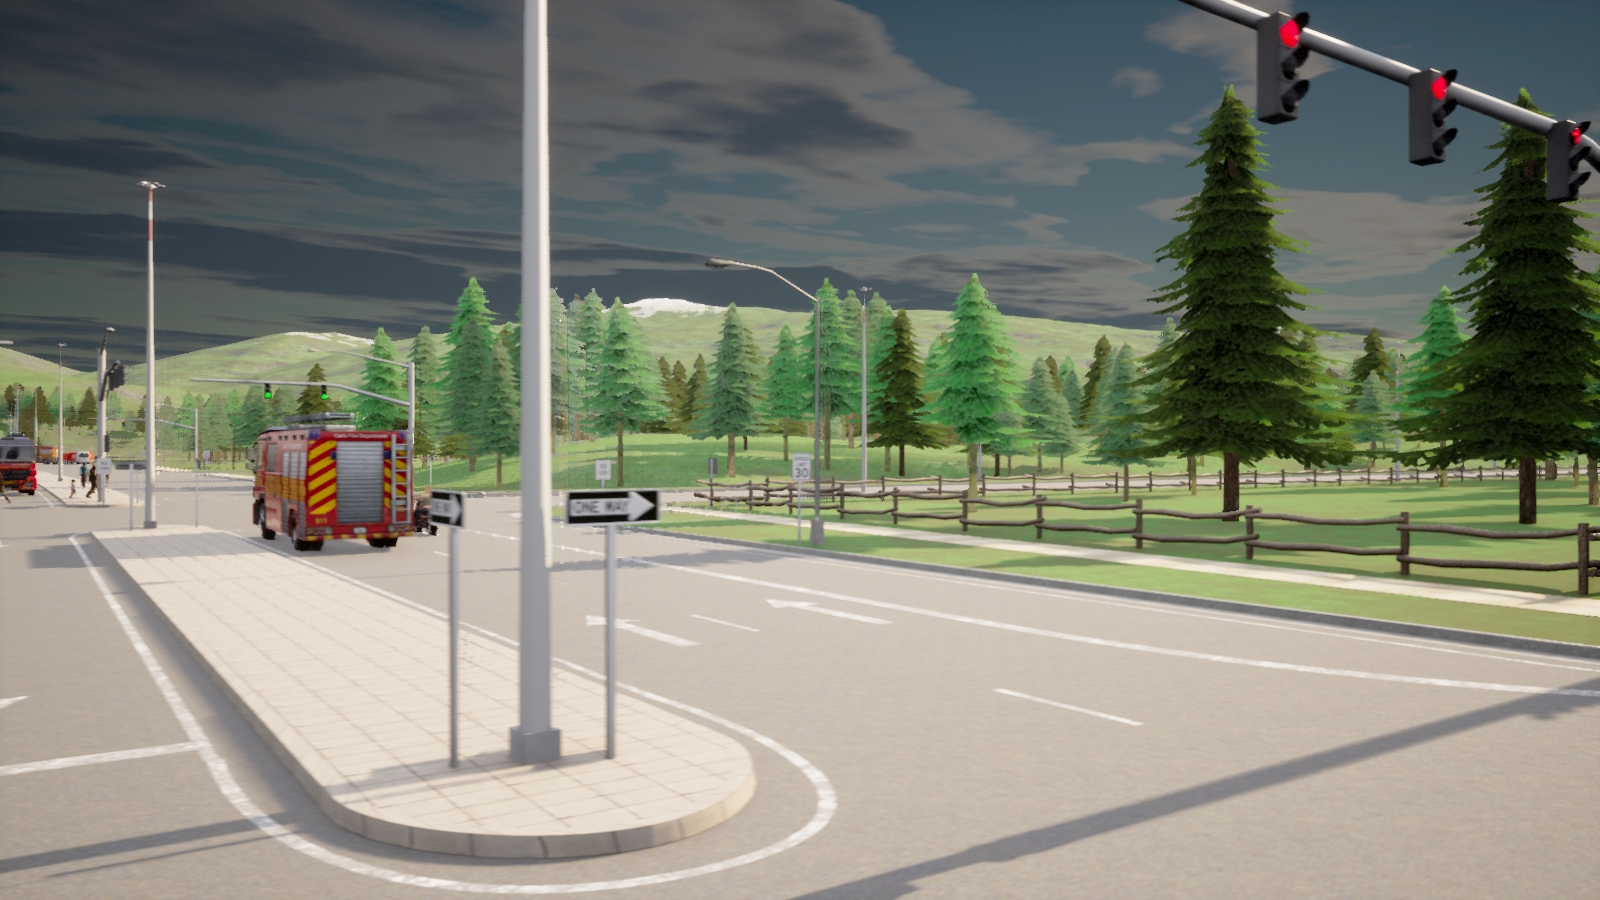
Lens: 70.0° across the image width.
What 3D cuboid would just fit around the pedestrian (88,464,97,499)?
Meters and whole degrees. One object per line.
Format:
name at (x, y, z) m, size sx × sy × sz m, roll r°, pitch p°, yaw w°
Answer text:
pedestrian at (-38.266, 1.695, 61.831) m, size 0.375 × 1.860 × 0.375 m, roll 0°, pitch 0°, yaw -39°

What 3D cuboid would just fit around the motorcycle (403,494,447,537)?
motorcycle at (-12.518, 2.153, 38.119) m, size 0.764 × 1.307 × 2.356 m, roll 0°, pitch 0°, yaw -34°

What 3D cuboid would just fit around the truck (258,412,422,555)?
truck at (-14.227, 0.889, 34.852) m, size 2.891 × 3.827 × 8.468 m, roll 0°, pitch 0°, yaw -34°

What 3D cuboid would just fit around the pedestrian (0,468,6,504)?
pedestrian at (-41.092, 1.848, 58.753) m, size 0.375 × 1.860 × 0.375 m, roll 0°, pitch 0°, yaw -38°

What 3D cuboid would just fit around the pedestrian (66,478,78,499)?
pedestrian at (-39.031, 2.075, 61.253) m, size 0.500 × 1.100 × 0.500 m, roll 0°, pitch 0°, yaw -39°
